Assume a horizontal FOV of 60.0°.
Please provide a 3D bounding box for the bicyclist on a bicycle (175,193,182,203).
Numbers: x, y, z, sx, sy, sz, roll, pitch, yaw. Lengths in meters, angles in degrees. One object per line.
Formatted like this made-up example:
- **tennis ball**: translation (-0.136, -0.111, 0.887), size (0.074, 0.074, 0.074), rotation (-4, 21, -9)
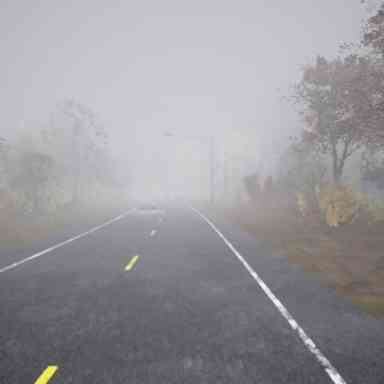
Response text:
- **bicyclist on a bicycle**: translation (-2.004, 1.118, 55.207), size (0.866, 1.612, 1.509), rotation (0, 0, -6)

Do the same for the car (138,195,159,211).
- **car**: translation (-5.060, 1.328, 38.091), size (1.812, 1.442, 4.674), rotation (0, 0, -4)

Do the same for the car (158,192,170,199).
- **car**: translation (-6.457, 0.914, 81.863), size (2.128, 1.511, 4.902), rotation (0, 0, -9)
